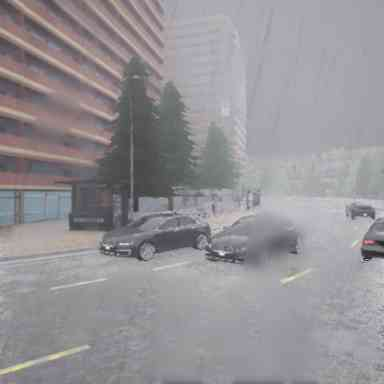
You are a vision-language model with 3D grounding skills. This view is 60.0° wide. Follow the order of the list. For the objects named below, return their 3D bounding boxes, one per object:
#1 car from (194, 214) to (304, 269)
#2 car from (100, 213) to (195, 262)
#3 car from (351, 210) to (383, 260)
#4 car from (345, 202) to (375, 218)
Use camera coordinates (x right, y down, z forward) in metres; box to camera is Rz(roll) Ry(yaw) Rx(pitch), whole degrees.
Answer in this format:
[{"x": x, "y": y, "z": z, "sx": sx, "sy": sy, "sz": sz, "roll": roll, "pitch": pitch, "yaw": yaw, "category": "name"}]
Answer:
[{"x": 2.395, "y": 1.579, "z": 11.705, "sx": 1.837, "sy": 1.490, "sz": 4.892, "roll": 0, "pitch": 0, "yaw": 39, "category": "car"}, {"x": -1.198, "y": 1.602, "z": 12.840, "sx": 1.837, "sy": 1.490, "sz": 4.892, "roll": 0, "pitch": 0, "yaw": 41, "category": "car"}, {"x": 7.356, "y": 1.603, "z": 11.913, "sx": 2.033, "sy": 1.411, "sz": 5.357, "roll": 0, "pitch": 0, "yaw": 35, "category": "car"}, {"x": 15.144, "y": 1.654, "z": 30.005, "sx": 1.837, "sy": 1.490, "sz": 4.892, "roll": 0, "pitch": 0, "yaw": 17, "category": "car"}]
